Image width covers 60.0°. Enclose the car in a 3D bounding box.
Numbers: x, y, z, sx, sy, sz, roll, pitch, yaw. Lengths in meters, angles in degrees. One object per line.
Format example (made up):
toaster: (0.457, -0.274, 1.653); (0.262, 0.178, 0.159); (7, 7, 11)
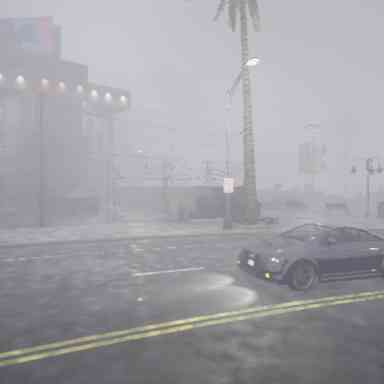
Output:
car: (3.324, 1.512, 8.568); (4.181, 1.385, 1.994); (0, 0, -17)
